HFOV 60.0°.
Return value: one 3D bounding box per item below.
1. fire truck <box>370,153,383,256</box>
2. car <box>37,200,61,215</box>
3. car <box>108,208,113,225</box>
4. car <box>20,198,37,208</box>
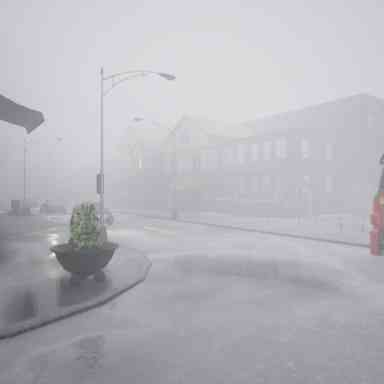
[{"bbox_3d":[8.756,0.341,7.248,2.891,3.827,8.468,0,0,-34],"label":"fire truck"},{"bbox_3d":[-14.155,1.525,33.871,1.812,1.442,4.674,0,0,-34],"label":"car"},{"bbox_3d":[-7.077,1.491,23.361,2.128,1.511,4.902,0,0,-34],"label":"car"},{"bbox_3d":[-23.524,1.546,47.907,2.033,1.411,5.357,0,0,-34],"label":"car"}]
